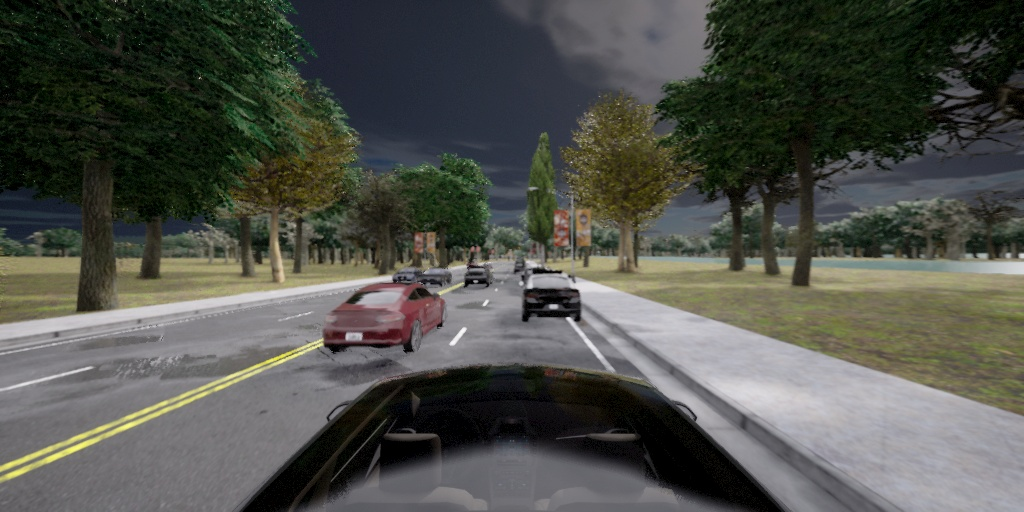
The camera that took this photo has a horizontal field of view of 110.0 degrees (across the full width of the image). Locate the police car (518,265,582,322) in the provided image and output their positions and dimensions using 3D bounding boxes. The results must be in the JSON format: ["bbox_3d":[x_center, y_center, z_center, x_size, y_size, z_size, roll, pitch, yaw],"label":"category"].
[{"bbox_3d":[1.284,1.308,13.106,1.930,1.638,5.238,0,-1,1],"label":"police car"}]

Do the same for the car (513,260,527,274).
[{"bbox_3d":[1.216,1.754,50.478,1.837,1.490,4.892,0,0,2],"label":"car"}]

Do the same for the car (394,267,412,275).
[{"bbox_3d":[-9.097,1.710,31.815,1.994,1.385,4.181,0,-1,1],"label":"car"}]

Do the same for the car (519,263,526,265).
[{"bbox_3d":[1.661,1.577,28.991,1.812,1.442,4.674,0,-1,1],"label":"car"}]

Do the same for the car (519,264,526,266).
[{"bbox_3d":[1.519,1.496,22.993,1.837,1.490,4.892,0,-1,1],"label":"car"}]

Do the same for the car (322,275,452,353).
[{"bbox_3d":[-2.937,1.387,9.090,1.812,1.442,4.674,0,-1,1],"label":"car"}]

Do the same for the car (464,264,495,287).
[{"bbox_3d":[-2.498,1.568,27.618,1.837,1.490,4.892,0,-1,1],"label":"car"}]

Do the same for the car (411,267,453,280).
[{"bbox_3d":[-5.934,1.638,28.250,2.033,1.411,5.357,0,-1,1],"label":"car"}]
